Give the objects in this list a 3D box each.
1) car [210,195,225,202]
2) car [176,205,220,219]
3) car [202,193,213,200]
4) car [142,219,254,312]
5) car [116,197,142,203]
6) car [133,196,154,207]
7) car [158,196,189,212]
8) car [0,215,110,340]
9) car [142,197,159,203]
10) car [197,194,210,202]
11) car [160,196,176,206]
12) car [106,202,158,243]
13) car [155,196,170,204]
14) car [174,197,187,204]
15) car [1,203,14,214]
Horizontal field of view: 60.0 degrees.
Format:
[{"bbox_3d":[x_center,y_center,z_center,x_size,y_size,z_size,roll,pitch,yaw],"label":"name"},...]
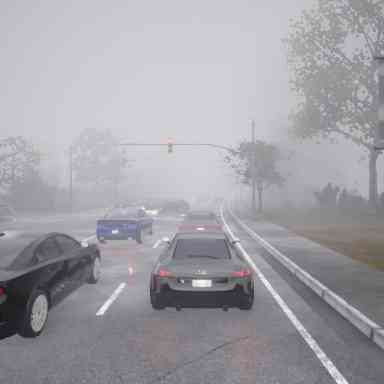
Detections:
[{"bbox_3d":[5.813,1.472,74.296,1.882,1.535,5.008,0,0,9],"label":"car"},{"bbox_3d":[0.440,1.564,16.218,1.994,1.385,4.181,0,0,2],"label":"car"},{"bbox_3d":[3.958,1.205,84.577,2.097,1.767,4.553,0,0,10],"label":"car"},{"bbox_3d":[0.216,1.564,7.818,1.994,1.385,4.181,0,0,1],"label":"car"},{"bbox_3d":[-8.572,1.491,43.477,2.128,1.511,4.902,0,0,5],"label":"car"},{"bbox_3d":[-7.667,1.489,52.659,2.128,1.511,4.902,0,0,6],"label":"car"},{"bbox_3d":[-1.811,1.506,38.526,1.837,1.490,4.892,4,1,19],"label":"car"},{"bbox_3d":[-3.303,1.478,6.655,1.882,1.535,5.008,0,0,1],"label":"car"},{"bbox_3d":[-4.960,1.491,44.558,2.128,1.511,4.902,0,0,5],"label":"car"},{"bbox_3d":[2.283,1.471,74.376,1.882,1.535,5.008,0,0,9],"label":"car"},{"bbox_3d":[-3.909,1.505,54.826,1.837,1.490,4.892,0,0,7],"label":"car"},{"bbox_3d":[-3.068,1.478,16.054,1.882,1.535,5.008,0,0,2],"label":"car"},{"bbox_3d":[-5.891,1.564,66.899,1.994,1.385,4.181,0,0,7],"label":"car"},{"bbox_3d":[-2.297,1.601,67.309,1.895,1.301,4.718,0,0,8],"label":"car"},{"bbox_3d":[-20.451,1.490,33.422,4.902,1.511,2.128,0,0,6],"label":"car"}]
